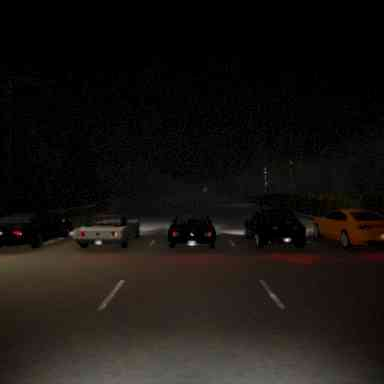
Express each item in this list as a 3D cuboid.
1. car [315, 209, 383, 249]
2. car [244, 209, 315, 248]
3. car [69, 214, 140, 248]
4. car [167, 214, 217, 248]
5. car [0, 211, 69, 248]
[{"bbox_3d":[7.000,1.482,14.650,1.882,1.535,5.008,0,0,0],"label":"car"},{"bbox_3d":[3.500,1.514,14.650,1.837,1.490,4.892,0,0,0],"label":"car"},{"bbox_3d":[-3.500,1.613,14.680,1.895,1.301,4.718,0,0,0],"label":"car"},{"bbox_3d":[0.000,1.613,14.680,1.895,1.301,4.718,0,0,0],"label":"car"},{"bbox_3d":[-7.000,1.560,14.650,2.033,1.411,5.357,0,0,0],"label":"car"}]
